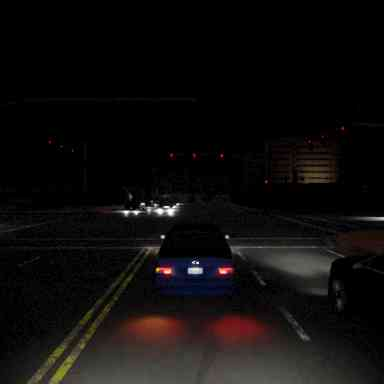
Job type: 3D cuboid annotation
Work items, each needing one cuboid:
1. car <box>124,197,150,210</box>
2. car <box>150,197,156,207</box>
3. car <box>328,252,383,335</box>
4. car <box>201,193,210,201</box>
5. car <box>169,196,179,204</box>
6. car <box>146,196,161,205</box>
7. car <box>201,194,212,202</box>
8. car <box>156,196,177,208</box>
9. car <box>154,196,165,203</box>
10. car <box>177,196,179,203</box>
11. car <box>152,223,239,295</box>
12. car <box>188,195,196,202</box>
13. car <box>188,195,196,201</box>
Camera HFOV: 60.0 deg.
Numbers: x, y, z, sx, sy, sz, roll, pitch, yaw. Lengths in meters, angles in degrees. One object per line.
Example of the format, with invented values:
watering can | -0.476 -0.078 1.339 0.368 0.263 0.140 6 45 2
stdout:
car | -7.171 1.547 42.288 2.033 1.411 5.357 0 0 2
car | -7.130 1.505 51.930 1.837 1.490 4.892 0 0 0
car | 3.559 1.491 4.599 2.128 1.511 4.902 0 0 0
car | 3.439 1.228 84.590 2.097 1.767 4.553 0 0 0
car | -3.569 1.505 66.900 1.837 1.490 4.892 0 0 0
car | -7.107 1.547 61.730 2.033 1.411 5.357 0 0 0
car | 3.447 1.344 74.634 2.097 1.767 4.553 0 0 0
car | -3.633 1.601 47.537 1.895 1.301 4.718 0 0 0
car | -7.051 1.552 71.649 1.994 1.385 4.181 0 0 0
car | -3.624 1.491 56.854 2.128 1.511 4.902 0 0 0
car | 0.077 1.547 8.842 2.033 1.411 5.357 0 0 0
car | -0.053 1.531 74.343 2.033 1.411 5.357 0 0 0
car | -0.061 1.425 84.616 1.994 1.385 4.181 0 0 0
